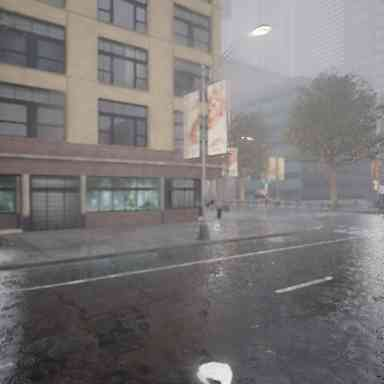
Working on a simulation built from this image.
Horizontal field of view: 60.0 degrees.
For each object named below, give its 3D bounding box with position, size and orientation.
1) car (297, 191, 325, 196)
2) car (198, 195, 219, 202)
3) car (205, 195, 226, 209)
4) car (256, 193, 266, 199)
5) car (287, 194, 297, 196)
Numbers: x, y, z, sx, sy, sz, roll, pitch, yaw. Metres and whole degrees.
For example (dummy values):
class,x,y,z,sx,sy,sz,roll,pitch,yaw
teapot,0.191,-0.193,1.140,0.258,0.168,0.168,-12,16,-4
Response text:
class,x,y,z,sx,sy,sz,roll,pitch,yaw
car,26.963,0.999,75.311,2.002,1.452,4.674,0,0,-36
car,3.325,1.359,68.019,1.994,1.385,4.181,0,0,-36
car,2.359,1.359,43.511,2.128,1.511,4.902,0,0,-36
car,16.490,1.111,82.799,2.161,1.482,4.786,0,0,-36
car,26.145,1.105,89.244,1.895,1.301,4.718,0,0,-36
